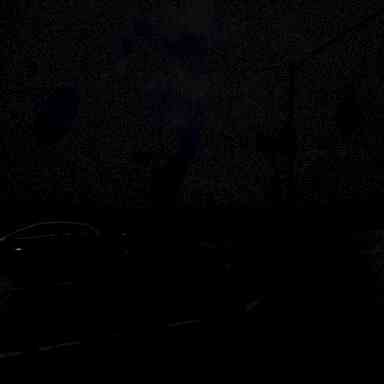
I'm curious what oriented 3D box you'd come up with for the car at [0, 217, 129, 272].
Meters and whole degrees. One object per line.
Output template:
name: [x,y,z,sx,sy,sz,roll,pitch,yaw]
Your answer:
car: [-4.291,1.500,9.547,4.902,1.511,2.128,0,0,-25]
